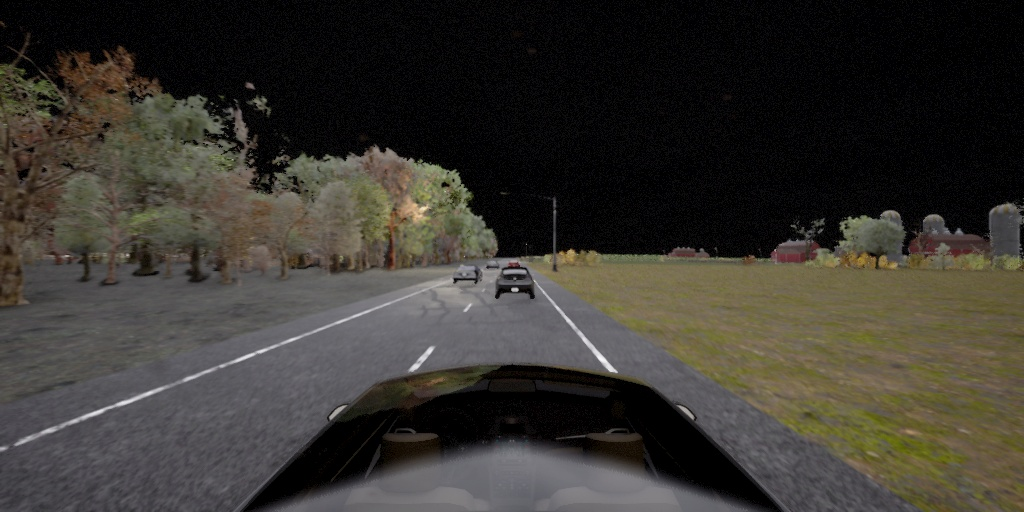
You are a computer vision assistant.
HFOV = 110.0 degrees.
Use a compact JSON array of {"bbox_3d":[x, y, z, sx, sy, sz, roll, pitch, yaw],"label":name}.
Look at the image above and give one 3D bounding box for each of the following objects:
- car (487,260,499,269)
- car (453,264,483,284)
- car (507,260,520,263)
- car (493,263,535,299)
[{"bbox_3d":[-3.233,1.423,60.899,1.994,1.385,4.181,0,0,0],"label":"car"},{"bbox_3d":[-3.333,1.347,27.607,2.033,1.411,5.357,0,0,0],"label":"car"},{"bbox_3d":[0.259,1.342,58.152,1.882,1.535,5.008,0,0,0],"label":"car"},{"bbox_3d":[0.141,1.293,18.562,1.837,1.490,4.892,0,-1,0],"label":"car"}]
